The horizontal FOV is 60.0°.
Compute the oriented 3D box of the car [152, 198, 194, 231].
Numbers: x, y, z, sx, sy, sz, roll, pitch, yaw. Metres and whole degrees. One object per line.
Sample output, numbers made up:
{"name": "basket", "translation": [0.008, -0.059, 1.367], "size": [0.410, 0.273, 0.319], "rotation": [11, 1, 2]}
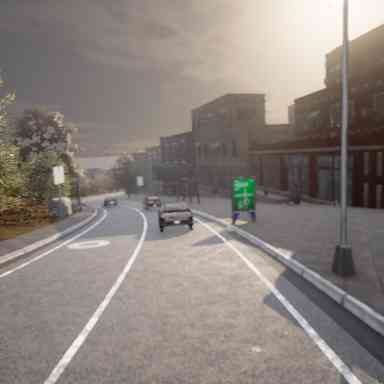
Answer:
{"name": "car", "translation": [-1.024, 1.287, 19.219], "size": [2.128, 1.511, 4.902], "rotation": [-3, 1, -6]}

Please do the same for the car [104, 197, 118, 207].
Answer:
{"name": "car", "translation": [-13.298, 1.591, 54.147], "size": [2.128, 1.511, 4.902], "rotation": [-5, 1, -20]}

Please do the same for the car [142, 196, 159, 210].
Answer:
{"name": "car", "translation": [-4.683, 1.236, 38.775], "size": [1.837, 1.490, 4.892], "rotation": [-4, 1, -14]}
